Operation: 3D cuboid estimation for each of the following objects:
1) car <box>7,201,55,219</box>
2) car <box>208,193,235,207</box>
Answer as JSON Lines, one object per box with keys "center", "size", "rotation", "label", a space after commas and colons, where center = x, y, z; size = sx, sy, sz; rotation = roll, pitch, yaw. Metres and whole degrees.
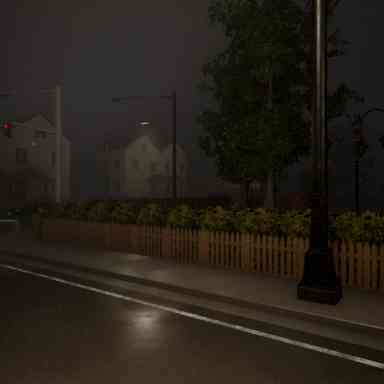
{"center": [-13.761, 1.526, 29.413], "size": [1.812, 1.442, 4.674], "rotation": [0, 0, 35], "label": "car"}
{"center": [4.216, 1.221, 48.863], "size": [2.150, 2.045, 5.566], "rotation": [0, 0, 35], "label": "car"}
